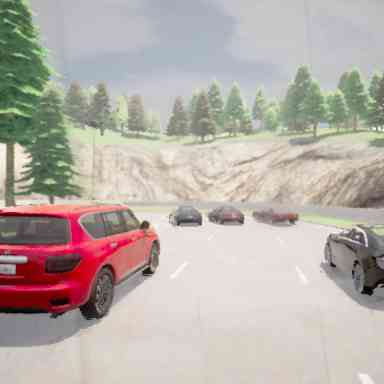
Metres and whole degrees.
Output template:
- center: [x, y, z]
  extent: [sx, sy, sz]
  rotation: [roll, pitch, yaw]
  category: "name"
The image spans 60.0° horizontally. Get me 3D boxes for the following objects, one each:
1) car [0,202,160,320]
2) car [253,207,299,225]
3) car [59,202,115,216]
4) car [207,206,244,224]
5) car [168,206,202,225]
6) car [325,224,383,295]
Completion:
- center: [-2.377, 1.275, 7.714]
  extent: [2.150, 2.045, 5.566]
  rotation: [0, 0, 9]
  category: "car"
- center: [6.588, 1.842, 26.758]
  extent: [1.895, 1.301, 4.718]
  rotation: [0, 0, -12]
  category: "car"
- center: [-11.150, 1.777, 35.720]
  extent: [5.357, 1.411, 2.033]
  rotation: [0, -1, -4]
  category: "car"
- center: [2.671, 1.788, 26.877]
  extent: [1.994, 1.385, 4.181]
  rotation: [0, -1, -13]
  category: "car"
- center: [-0.580, 1.765, 25.812]
  extent: [1.994, 1.385, 4.181]
  rotation: [1, -1, -12]
  category: "car"
- center: [4.904, 1.585, 8.774]
  extent: [2.128, 1.511, 4.902]
  rotation: [0, 0, 9]
  category: "car"
